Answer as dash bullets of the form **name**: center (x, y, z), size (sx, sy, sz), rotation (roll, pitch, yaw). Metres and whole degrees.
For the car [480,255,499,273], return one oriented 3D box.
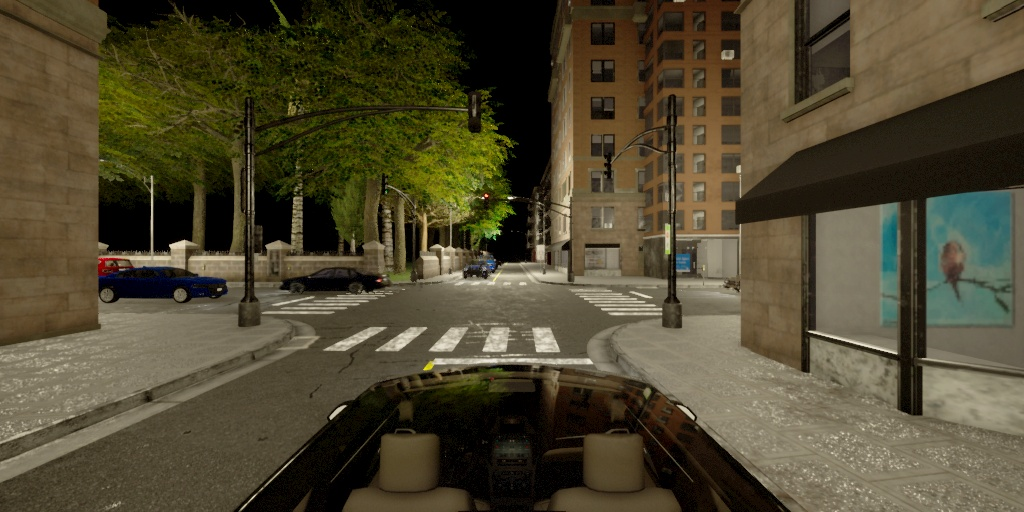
- **car**: center (-3.045, 0.934, 41.962), size (2.150, 2.045, 5.566), rotation (0, 0, 0)

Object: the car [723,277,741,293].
- **car**: center (14.140, 1.314, 18.695), size (5.357, 1.411, 2.033), rotation (0, 0, 1)

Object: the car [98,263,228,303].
- **car**: center (-15.471, 1.212, 15.897), size (5.008, 1.535, 1.882), rotation (0, 0, 0)

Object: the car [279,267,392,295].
- **car**: center (-9.221, 1.289, 19.018), size (5.357, 1.411, 2.033), rotation (0, 0, 1)

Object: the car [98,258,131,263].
- **car**: center (-25.922, 1.034, 21.815), size (5.009, 1.841, 2.192), rotation (0, 0, 1)

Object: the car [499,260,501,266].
- **car**: center (-3.018, 1.170, 52.127), size (1.882, 1.535, 5.008), rotation (0, 0, 0)

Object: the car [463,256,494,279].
- **car**: center (-3.088, 1.083, 32.198), size (2.097, 1.767, 4.553), rotation (0, 0, 1)
